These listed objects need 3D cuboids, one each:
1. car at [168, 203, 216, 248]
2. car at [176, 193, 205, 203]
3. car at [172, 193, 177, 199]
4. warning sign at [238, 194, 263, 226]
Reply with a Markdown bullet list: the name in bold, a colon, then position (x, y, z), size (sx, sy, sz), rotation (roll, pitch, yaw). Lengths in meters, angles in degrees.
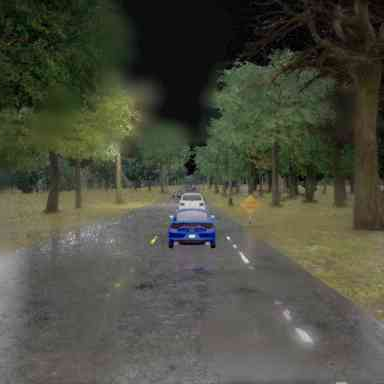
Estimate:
- **car**: position (0.000, 1.454, 14.649), size (1.882, 1.535, 5.008), rotation (0, 0, 0)
- **car**: position (0.000, 1.135, 29.675), size (2.150, 2.045, 5.566), rotation (0, 0, 0)
- **car**: position (-3.500, 0.841, 75.870), size (1.895, 1.301, 4.718), rotation (0, 1, 0)
- **warning sign**: position (3.561, 1.057, 20.354), size (1.300, 1.860, 1.060), rotation (1, 1, 0)
